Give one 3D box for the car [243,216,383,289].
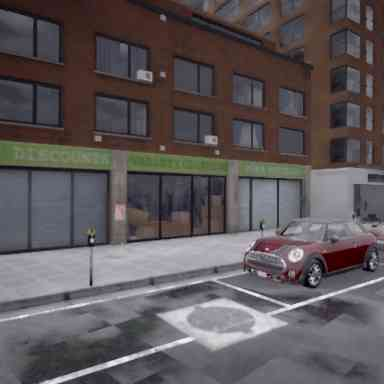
[{"bbox_3d":[3.302,1.440,9.115,4.097,1.590,1.967,0,0,-35],"label":"car"}]
